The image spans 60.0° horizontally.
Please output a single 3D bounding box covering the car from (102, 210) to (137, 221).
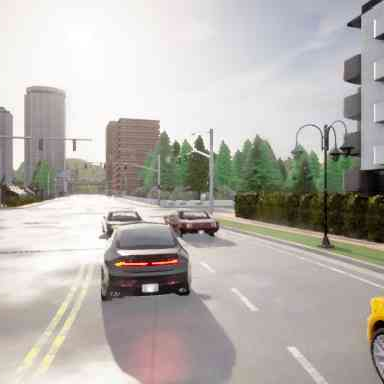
[{"bbox_3d":[-3.637,1.601,17.259,1.895,1.301,4.718,0,0,-18],"label":"car"}]

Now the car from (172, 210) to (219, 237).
[{"bbox_3d":[-0.215,1.601,17.836,1.895,1.301,4.718,0,0,-17],"label":"car"}]

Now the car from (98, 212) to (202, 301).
[{"bbox_3d":[-1.272,1.505,8.443,1.837,1.490,4.892,0,0,-12],"label":"car"}]

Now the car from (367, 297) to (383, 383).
[{"bbox_3d":[3.218,1.478,2.172,1.882,1.535,5.008,0,0,-3],"label":"car"}]
